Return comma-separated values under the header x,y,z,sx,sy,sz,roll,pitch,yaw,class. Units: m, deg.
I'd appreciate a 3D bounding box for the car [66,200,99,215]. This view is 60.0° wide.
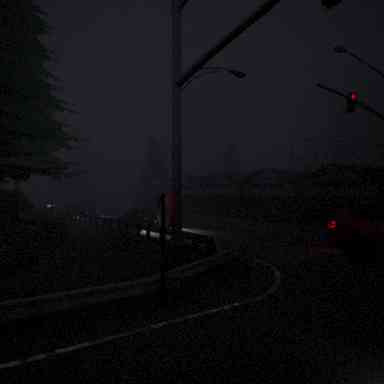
x,y,z,sx,sy,sz,roll,pitch,yaw,class
-12.062,1.738,35.892,2.033,1.411,5.357,0,0,-35,car

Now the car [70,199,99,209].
x,y,z,sx,sy,sz,roll,pitch,yaw,class
-16.265,1.829,50.627,1.895,1.301,4.718,0,0,18,car

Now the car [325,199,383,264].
x,y,z,sx,sy,sz,roll,pitch,yaw,class
7.155,1.286,10.422,5.566,2.045,2.150,1,1,39,car

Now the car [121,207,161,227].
x,y,z,sx,sy,sz,roll,pitch,yaw,class
-3.496,1.756,23.698,1.994,1.385,4.181,0,0,-35,car
